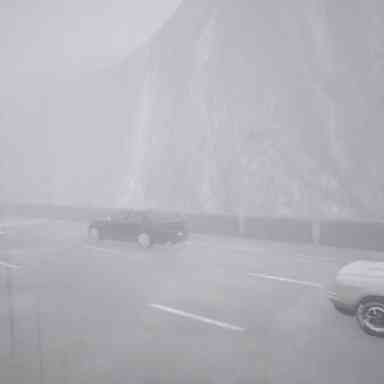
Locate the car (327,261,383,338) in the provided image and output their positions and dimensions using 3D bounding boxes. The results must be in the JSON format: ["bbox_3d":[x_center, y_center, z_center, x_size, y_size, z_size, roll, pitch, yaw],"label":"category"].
[{"bbox_3d":[4.630,1.626,4.960,4.718,1.301,1.895,0,0,36],"label":"car"}]

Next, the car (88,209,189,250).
[{"bbox_3d":[-2.455,1.466,14.452,5.008,1.535,1.882,1,0,36],"label":"car"}]
